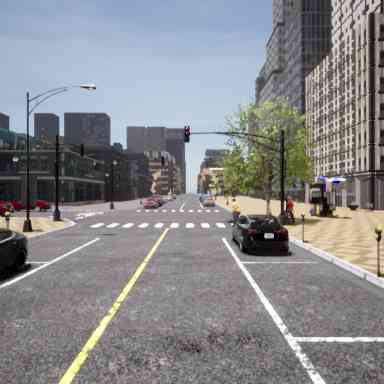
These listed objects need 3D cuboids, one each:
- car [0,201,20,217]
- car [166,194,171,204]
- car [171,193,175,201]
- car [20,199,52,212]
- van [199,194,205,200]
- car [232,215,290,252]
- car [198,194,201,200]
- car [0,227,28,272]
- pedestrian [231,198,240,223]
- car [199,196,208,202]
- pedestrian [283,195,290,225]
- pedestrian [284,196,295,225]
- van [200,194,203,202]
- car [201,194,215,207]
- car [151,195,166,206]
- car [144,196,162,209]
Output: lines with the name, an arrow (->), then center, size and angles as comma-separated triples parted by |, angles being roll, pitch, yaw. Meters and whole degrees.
car -> -17.139, 1.101, 26.800 | 5.009, 1.841, 2.192 | 1, -1, -1
car -> -5.666, 1.555, 62.822 | 2.008, 1.369, 4.403 | 0, 0, 0
car -> -5.661, 1.532, 79.304 | 1.752, 1.417, 4.829 | 0, 0, 0
car -> -17.257, 1.372, 35.175 | 4.507, 1.381, 1.887 | 1, -1, -1
van -> 2.725, 1.349, 90.576 | 1.690, 1.788, 3.998 | 0, 0, 0
car -> 2.698, 1.567, 13.690 | 1.947, 1.339, 4.313 | 0, 0, 0
car -> 2.716, 1.556, 68.372 | 2.008, 1.369, 4.403 | 0, 0, 0
car -> -5.684, 1.566, 8.153 | 1.947, 1.339, 4.313 | 0, 0, 0
pedestrian -> 2.853, 1.295, 21.860 | 0.375, 1.860, 0.375 | 0, 0, 0
car -> 2.720, 1.573, 79.474 | 1.947, 1.339, 4.313 | 0, 0, 0
pedestrian -> 6.050, 1.142, 21.260 | 0.375, 1.860, 0.375 | 0, 0, 0
pedestrian -> 6.103, 1.143, 20.648 | 0.375, 1.860, 0.375 | 0, 0, 0
van -> 2.714, 1.345, 57.270 | 1.690, 1.788, 3.998 | 0, 0, 0
car -> 2.711, 1.529, 51.889 | 1.752, 1.417, 4.829 | 0, 0, 0
car -> -5.669, 1.318, 51.719 | 2.192, 1.841, 5.009 | 0, 0, 0
car -> -5.672, 1.585, 46.168 | 1.802, 1.307, 4.206 | 0, 0, 0
